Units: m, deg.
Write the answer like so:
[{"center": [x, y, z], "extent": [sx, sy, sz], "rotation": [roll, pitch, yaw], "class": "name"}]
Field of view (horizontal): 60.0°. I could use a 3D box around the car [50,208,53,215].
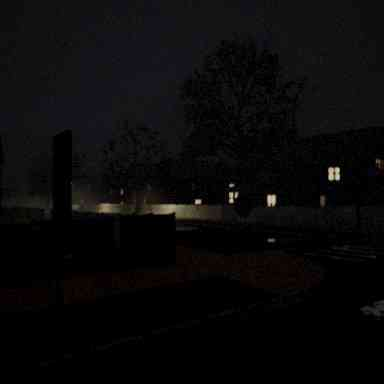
[{"center": [-18.702, 2.685, 47.003], "extent": [2.033, 1.411, 5.357], "rotation": [0, -2, -35], "class": "car"}]
